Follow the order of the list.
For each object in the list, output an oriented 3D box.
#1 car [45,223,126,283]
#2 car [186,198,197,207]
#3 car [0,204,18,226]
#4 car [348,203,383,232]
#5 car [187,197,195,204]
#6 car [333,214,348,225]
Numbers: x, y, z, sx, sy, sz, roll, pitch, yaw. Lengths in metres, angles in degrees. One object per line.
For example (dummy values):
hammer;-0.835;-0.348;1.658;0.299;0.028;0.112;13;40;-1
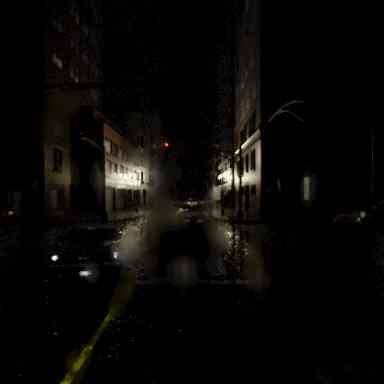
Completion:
car;-3.066;1.671;10.189;1.895;1.301;4.718;0;0;-13
car;-0.024;1.967;57.959;1.895;1.301;4.718;0;0;0
car;-14.651;1.583;23.358;4.097;1.590;1.967;0;0;0
car;13.081;1.357;20.562;5.566;2.045;2.150;0;0;0
car;-0.161;1.993;76.116;1.812;1.442;4.674;0;0;0
car;12.373;1.672;23.133;4.829;1.417;1.752;0;0;0
